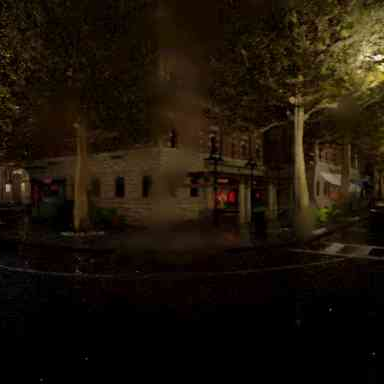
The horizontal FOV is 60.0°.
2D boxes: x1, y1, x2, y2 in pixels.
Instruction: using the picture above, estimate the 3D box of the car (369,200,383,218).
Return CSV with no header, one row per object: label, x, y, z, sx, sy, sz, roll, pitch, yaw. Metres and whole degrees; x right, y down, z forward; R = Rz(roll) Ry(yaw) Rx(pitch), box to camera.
car,17.209,1.488,29.717,2.231,1.521,4.892,0,0,36
